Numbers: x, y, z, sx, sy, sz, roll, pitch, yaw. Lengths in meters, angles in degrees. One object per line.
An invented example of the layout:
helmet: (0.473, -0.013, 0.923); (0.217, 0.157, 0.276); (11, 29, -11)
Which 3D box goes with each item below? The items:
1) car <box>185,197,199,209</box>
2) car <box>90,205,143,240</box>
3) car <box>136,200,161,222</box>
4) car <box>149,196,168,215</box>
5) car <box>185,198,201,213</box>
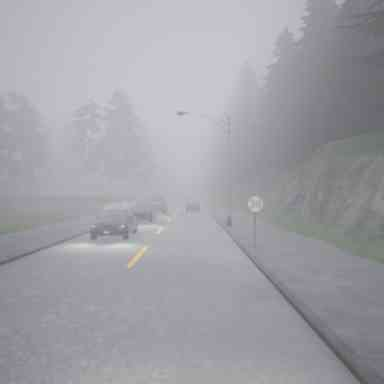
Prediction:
car: (0.012, 1.752, 53.013); (2.097, 1.767, 4.553); (0, 0, 0)
car: (-4.081, 1.663, 18.076); (1.812, 1.442, 4.674); (0, 0, 0)
car: (-4.084, 1.692, 28.368); (1.882, 1.535, 5.008); (0, 0, 0)
car: (-4.032, 1.516, 39.048); (2.150, 2.045, 5.566); (0, 0, 0)
car: (0.113, 1.799, 42.620); (1.882, 1.535, 5.008); (0, 0, 0)
